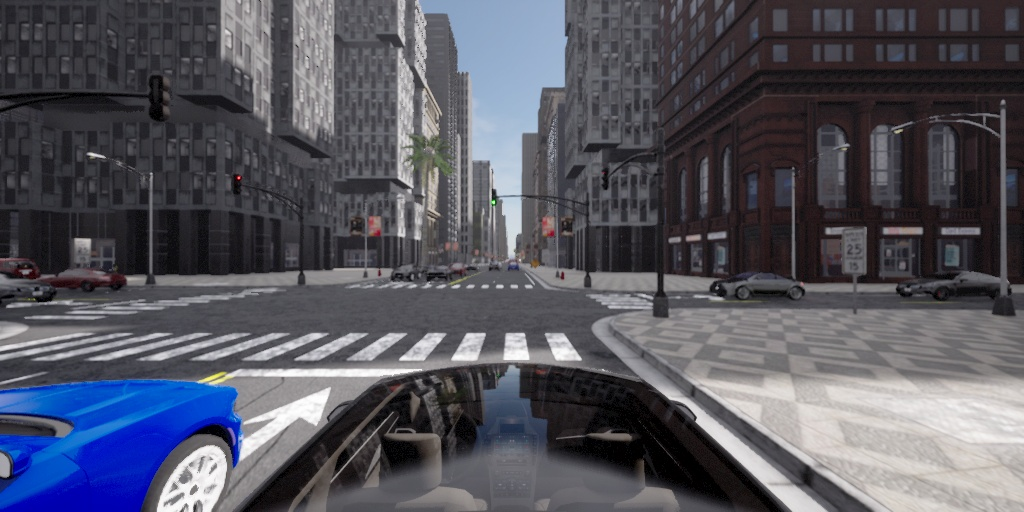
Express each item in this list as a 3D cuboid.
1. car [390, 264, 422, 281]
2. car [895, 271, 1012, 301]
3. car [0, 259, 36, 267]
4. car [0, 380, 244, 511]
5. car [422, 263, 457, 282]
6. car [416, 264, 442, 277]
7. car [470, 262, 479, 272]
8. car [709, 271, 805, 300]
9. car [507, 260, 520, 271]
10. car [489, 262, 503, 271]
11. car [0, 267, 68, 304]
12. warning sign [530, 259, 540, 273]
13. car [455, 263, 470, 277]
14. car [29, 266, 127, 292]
[{"bbox_3d":[-9.765,1.497,33.175,1.837,1.490,4.892,0,-1,-2],"label":"car"},{"bbox_3d":[22.911,1.512,18.647,4.674,1.442,1.812,0,0,0],"label":"car"},{"bbox_3d":[-30.636,1.075,20.798,5.009,1.841,2.192,0,0,-1],"label":"car"},{"bbox_3d":[-3.155,1.222,0.915,1.882,1.535,5.008,0,0,0],"label":"car"},{"bbox_3d":[-6.485,1.588,32.556,1.895,1.301,4.718,0,-1,-2],"label":"car"},{"bbox_3d":[-9.690,1.651,42.089,1.994,1.385,4.181,0,-1,1],"label":"car"},{"bbox_3d":[-6.370,1.888,57.391,1.895,1.301,4.718,0,-1,0],"label":"car"},{"bbox_3d":[12.681,1.503,18.696,4.181,1.385,1.994,0,0,0],"label":"car"},{"bbox_3d":[0.271,1.832,61.683,1.882,1.535,5.008,0,-1,1],"label":"car"},{"bbox_3d":[-3.024,1.863,62.002,1.837,1.490,4.892,0,-1,0],"label":"car"},{"bbox_3d":[-22.300,1.307,15.130,4.674,1.442,1.812,0,0,1],"label":"car"},{"bbox_3d":[3.019,1.260,46.842,1.300,1.860,1.060,0,0,0],"label":"warning sign"},{"bbox_3d":[-6.450,1.561,41.671,1.882,1.535,5.008,0,-1,0],"label":"car"},{"bbox_3d":[-24.998,1.363,20.863,4.207,1.307,1.802,0,0,-1],"label":"car"}]
